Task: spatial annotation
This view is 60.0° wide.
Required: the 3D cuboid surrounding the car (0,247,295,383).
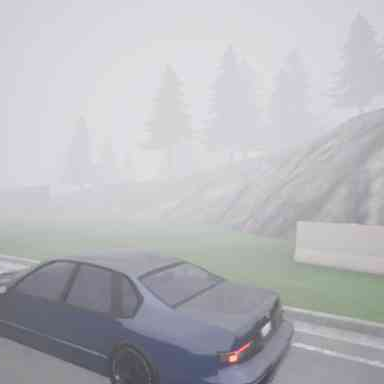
[{"bbox_3d":[-1.323,1.578,4.961,5.357,1.411,2.033,-1,0,31],"label":"car"}]
